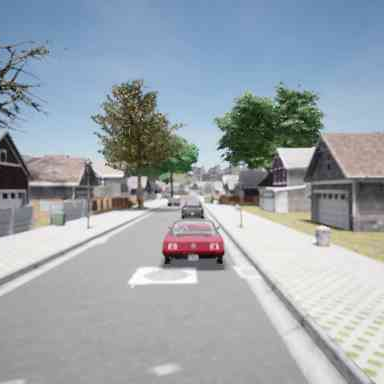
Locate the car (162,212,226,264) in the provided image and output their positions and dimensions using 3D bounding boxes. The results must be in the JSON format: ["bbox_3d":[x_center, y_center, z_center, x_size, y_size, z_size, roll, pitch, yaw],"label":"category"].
[{"bbox_3d":[0.062,1.604,11.844,1.895,1.301,4.718,0,0,0],"label":"car"}]

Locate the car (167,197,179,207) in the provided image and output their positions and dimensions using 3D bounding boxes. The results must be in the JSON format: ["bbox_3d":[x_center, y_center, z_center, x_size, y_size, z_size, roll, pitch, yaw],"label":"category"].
[{"bbox_3d":[-2.824,1.538,52.559,2.033,1.411,5.357,0,0,0],"label":"car"}]

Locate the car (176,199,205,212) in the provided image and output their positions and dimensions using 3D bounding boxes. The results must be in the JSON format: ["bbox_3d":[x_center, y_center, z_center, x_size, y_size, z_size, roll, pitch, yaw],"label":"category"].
[{"bbox_3d":[0.068,1.496,28.284,2.128,1.511,4.902,0,0,0],"label":"car"}]
